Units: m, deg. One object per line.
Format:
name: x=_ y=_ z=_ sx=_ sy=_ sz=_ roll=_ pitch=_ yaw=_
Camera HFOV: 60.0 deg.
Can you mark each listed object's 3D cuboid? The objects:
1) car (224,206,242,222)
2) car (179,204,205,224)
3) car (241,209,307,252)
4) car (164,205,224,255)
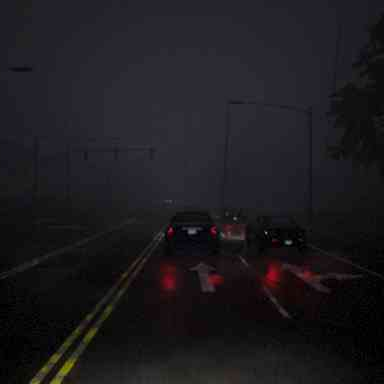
car: x=3.499 y=1.873 z=29.105 sx=1.895 sy=1.301 sz=4.718 roll=0 pitch=0 yaw=0
car: x=-0.002 y=1.819 z=28.988 sx=2.033 sy=1.411 sz=5.357 roll=0 pitch=-1 yaw=0
car: x=3.502 y=1.661 z=14.374 sx=1.812 sy=1.442 sz=4.674 roll=0 pitch=0 yaw=0
car: x=0.001 y=1.483 z=14.082 sx=2.097 sy=1.767 sz=4.553 roll=0 pitch=-1 yaw=0
